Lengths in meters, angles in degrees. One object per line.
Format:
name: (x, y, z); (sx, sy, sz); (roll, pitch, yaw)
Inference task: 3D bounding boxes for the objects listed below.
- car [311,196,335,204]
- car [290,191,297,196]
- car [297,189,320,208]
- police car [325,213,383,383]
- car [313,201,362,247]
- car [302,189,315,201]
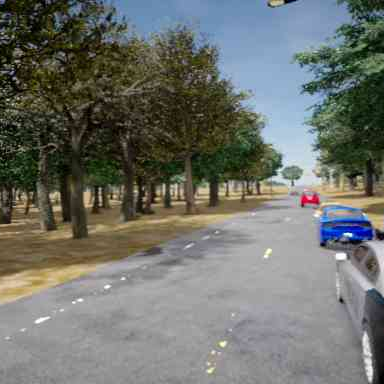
car: (8.407, 1.277, 20.166); (1.801, 1.575, 5.366); (-2, 0, 19)
car: (27.638, 0.336, 89.733); (1.994, 1.385, 4.181); (-2, 0, 19)
car: (14.565, 0.812, 41.128); (2.150, 2.045, 5.566); (-2, 0, 20)
police car: (3.334, 1.359, 4.985); (1.930, 1.638, 5.238); (-2, 0, 18)
car: (6.400, 1.360, 14.327); (1.882, 1.535, 5.008); (-2, 0, 19)
car: (21.437, 0.483, 61.221); (2.150, 2.045, 5.566); (-2, 0, 19)
